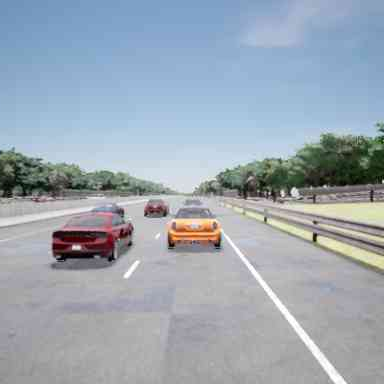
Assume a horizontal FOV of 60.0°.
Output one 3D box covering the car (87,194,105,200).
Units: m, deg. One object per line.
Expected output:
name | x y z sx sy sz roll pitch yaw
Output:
car | -17.531 1.364 60.836 2.150 2.045 5.566 0 0 0

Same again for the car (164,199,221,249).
car | 0.097 1.366 14.827 2.097 1.767 4.553 0 0 0

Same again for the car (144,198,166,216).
car | -3.407 1.400 32.896 2.097 1.767 4.553 0 0 0

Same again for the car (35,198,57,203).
car | -24.550 1.721 55.865 1.895 1.301 4.718 0 0 1

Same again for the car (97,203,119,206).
car | -6.907 1.584 27.595 2.033 1.411 5.357 0 0 0

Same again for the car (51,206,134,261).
car | -3.403 1.489 12.278 1.882 1.535 5.008 0 0 0

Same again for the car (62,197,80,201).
car | -21.051 1.605 57.741 1.882 1.535 5.008 0 0 1
